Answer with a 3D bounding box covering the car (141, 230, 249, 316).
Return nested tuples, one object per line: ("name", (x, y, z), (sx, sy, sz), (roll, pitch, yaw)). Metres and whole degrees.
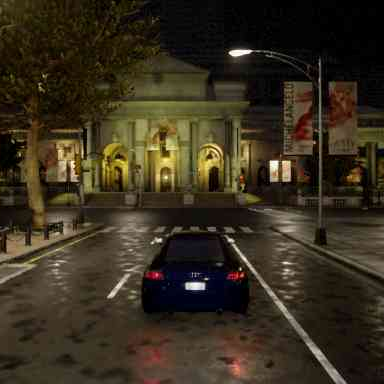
("car", (0.070, 1.564, 7.639), (1.994, 1.385, 4.181), (0, 0, 0))
